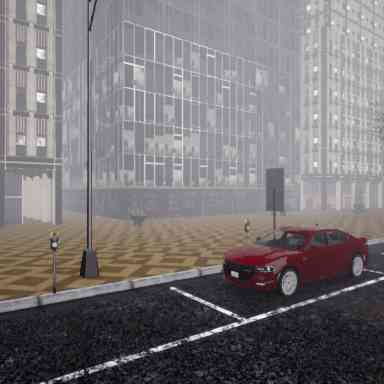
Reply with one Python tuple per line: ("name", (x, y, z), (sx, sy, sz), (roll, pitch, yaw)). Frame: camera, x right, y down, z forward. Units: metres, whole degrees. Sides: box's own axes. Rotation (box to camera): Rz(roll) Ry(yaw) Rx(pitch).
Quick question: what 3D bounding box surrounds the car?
("car", (2.758, 1.545, 8.538), (4.507, 1.381, 1.887), (0, 0, -36))
